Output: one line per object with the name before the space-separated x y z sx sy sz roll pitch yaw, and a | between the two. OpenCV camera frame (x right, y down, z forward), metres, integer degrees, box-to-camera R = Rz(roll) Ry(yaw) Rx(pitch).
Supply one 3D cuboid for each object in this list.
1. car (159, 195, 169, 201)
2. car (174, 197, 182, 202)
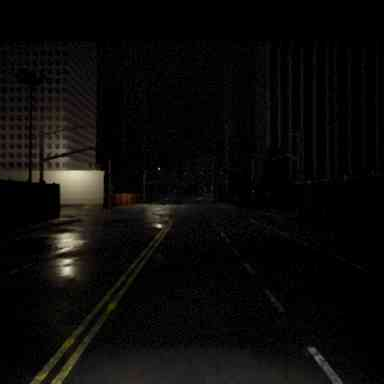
car | -6.979 1.757 83.287 2.150 2.045 5.566 0 -1 0
car | -3.479 2.032 83.314 1.837 1.490 4.892 0 -1 0
